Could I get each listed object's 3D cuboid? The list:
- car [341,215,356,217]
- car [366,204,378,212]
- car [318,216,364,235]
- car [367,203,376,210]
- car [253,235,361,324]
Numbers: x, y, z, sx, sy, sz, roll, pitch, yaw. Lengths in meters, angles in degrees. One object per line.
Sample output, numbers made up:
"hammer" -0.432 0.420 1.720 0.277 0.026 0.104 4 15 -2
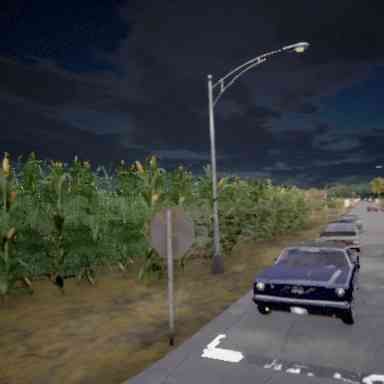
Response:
"car" 12.949 2.593 27.337 1.994 1.385 4.181 -4 -3 28
"car" 39.764 3.641 73.290 1.812 1.442 4.674 -4 -3 27
"car" 7.780 2.240 17.320 2.033 1.411 5.357 -4 -4 27
"car" 44.363 3.634 82.268 1.882 1.535 5.008 -4 -3 27
"car" 3.014 1.965 8.131 1.895 1.301 4.718 -4 -4 28
